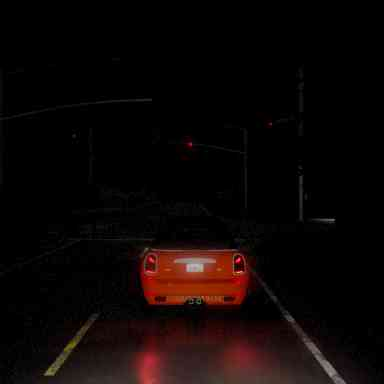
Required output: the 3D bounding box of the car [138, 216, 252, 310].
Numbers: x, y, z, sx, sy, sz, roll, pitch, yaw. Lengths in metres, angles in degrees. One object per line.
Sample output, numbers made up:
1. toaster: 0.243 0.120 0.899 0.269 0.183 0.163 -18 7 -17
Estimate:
1. car: 0.058 1.352 7.974 2.097 1.767 4.553 0 0 0
